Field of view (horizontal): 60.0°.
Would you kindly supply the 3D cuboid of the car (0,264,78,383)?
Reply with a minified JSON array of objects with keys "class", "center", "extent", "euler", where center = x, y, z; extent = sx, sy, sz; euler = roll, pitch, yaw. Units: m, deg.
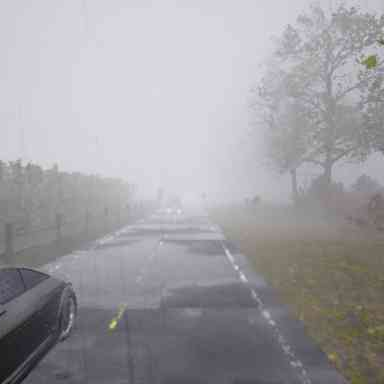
[{"class":"car","center":[-2.852,1.586,3.747],"extent":[1.994,1.385,4.181],"euler":[0,0,0]}]

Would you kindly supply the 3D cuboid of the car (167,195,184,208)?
[{"class":"car","center":[-2.765,1.465,53.099],"extent":[2.150,2.045,5.566],"euler":[0,0,0]}]
